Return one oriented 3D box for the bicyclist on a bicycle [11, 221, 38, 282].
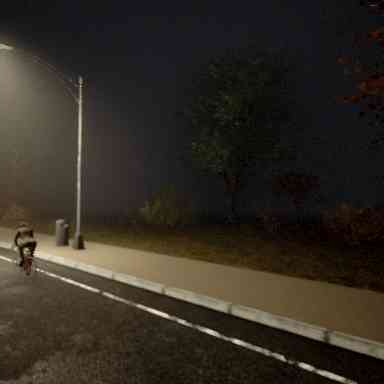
[{"bbox_3d":[-4.771,1.671,9.480,1.656,1.620,0.582,-1,-2,43],"label":"bicyclist on a bicycle"}]
